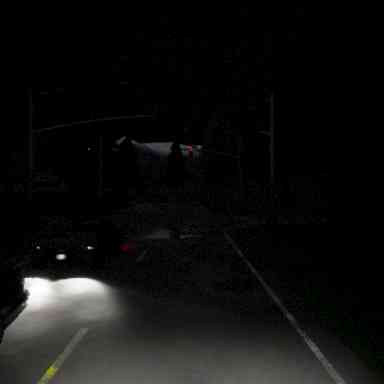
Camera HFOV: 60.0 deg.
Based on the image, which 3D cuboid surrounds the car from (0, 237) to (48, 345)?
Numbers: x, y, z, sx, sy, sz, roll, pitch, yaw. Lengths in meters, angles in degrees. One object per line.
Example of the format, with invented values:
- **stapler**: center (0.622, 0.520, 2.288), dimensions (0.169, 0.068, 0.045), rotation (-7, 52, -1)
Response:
- **car**: center (-3.571, 1.541, 3.104), dimensions (2.033, 1.411, 5.357), rotation (0, 0, 0)

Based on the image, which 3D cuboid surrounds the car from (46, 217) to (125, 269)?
- **car**: center (-3.500, 1.542, 10.888), dimensions (1.994, 1.385, 4.181), rotation (0, 0, 0)
